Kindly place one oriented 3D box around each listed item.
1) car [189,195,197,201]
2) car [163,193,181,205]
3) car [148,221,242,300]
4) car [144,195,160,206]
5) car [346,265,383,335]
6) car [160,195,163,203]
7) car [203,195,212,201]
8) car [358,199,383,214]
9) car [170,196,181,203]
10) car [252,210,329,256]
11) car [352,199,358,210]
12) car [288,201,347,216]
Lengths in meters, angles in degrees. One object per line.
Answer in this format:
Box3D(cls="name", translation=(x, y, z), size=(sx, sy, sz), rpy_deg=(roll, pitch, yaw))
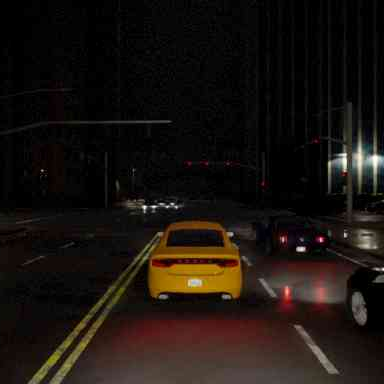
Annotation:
Box3D(cls="car", translation=(0.235, 1.365, 80.143), size=(1.994, 1.385, 4.181), rpy_deg=(0, 0, 0))
Box3D(cls="car", translation=(-3.398, 1.220, 59.044), size=(2.150, 2.045, 5.566), rpy_deg=(0, 0, 0))
Box3D(cls="car", translation=(0.079, 1.477, 8.448), size=(1.882, 1.535, 5.008), rpy_deg=(0, 0, 1))
Box3D(cls="car", translation=(-6.922, 1.504, 56.100), size=(1.837, 1.490, 4.892), rpy_deg=(0, 0, 0))
Box3D(cls="car", translation=(3.612, 1.505, 3.935), size=(1.837, 1.490, 4.892), rpy_deg=(0, 0, 0))
Box3D(cls="car", translation=(-6.815, 1.349, 67.679), size=(2.097, 1.767, 4.553), rpy_deg=(0, 0, 0))
Box3D(cls="car", translation=(3.734, 1.427, 79.593), size=(1.837, 1.490, 4.892), rpy_deg=(0, 0, 0))
Box3D(cls="car", translation=(20.950, 1.491, 35.420), size=(4.902, 1.511, 2.128), rpy_deg=(0, 0, -1))
Box3D(cls="car", translation=(-3.303, 1.562, 68.599), size=(1.994, 1.385, 4.181), rpy_deg=(0, 0, 1))
Box3D(cls="car", translation=(3.620, 1.601, 13.206), size=(1.895, 1.301, 4.718), rpy_deg=(0, 0, 0))
Box3D(cls="car", translation=(19.036, 1.547, 38.903), size=(5.357, 1.411, 2.033), rpy_deg=(0, 0, 0))
Box3D(cls="car", translation=(11.740, 1.600, 31.596), size=(4.718, 1.301, 1.895), rpy_deg=(0, 0, 3))
